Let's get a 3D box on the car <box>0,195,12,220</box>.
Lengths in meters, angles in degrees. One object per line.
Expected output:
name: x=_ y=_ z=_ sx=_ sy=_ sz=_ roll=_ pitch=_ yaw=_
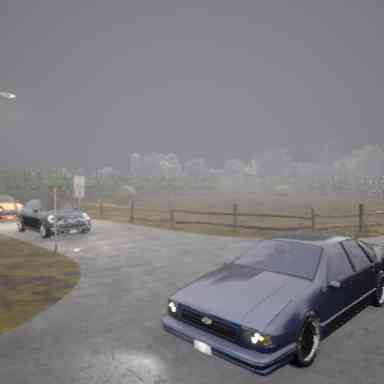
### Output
car: x=-13.021 y=0.990 z=22.580 sx=2.097 sy=1.767 sz=4.553 roll=-2 pitch=2 yaw=-45

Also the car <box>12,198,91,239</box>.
car: x=-6.831 y=1.134 z=16.357 sx=2.097 sy=1.767 sz=4.553 roll=-2 pitch=2 yaw=-45

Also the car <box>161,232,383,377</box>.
car: x=2.012 y=1.477 z=5.943 sx=5.357 sy=1.411 sz=2.033 roll=-1 pitch=1 yaw=-45
